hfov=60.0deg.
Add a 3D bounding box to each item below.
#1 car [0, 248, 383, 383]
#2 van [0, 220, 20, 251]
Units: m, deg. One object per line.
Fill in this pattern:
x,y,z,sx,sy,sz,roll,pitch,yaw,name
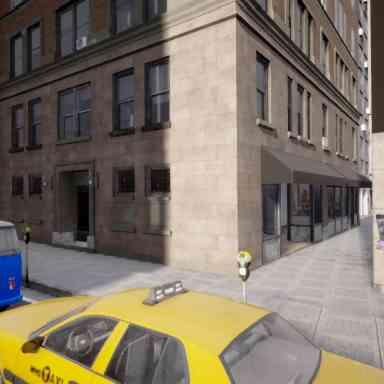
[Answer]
-0.452,1.526,3.182,4.829,1.417,1.752,0,-1,36,car
-4.928,1.342,6.384,3.998,1.788,1.690,0,-1,36,van
